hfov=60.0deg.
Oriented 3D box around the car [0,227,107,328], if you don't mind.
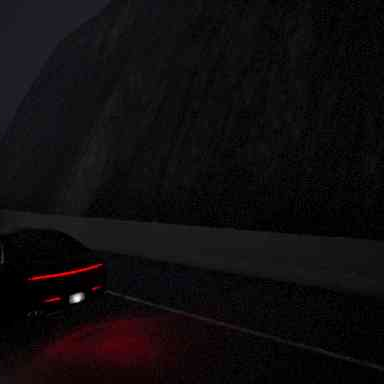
[{"bbox_3d":[-3.817,1.516,7.041,4.892,1.490,1.837,0,0,38],"label":"car"}]
